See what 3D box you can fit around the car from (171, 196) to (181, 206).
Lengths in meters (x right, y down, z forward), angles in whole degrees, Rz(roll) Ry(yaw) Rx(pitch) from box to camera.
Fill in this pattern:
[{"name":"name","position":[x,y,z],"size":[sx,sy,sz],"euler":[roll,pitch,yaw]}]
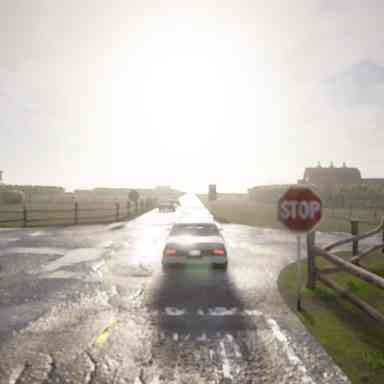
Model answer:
[{"name":"car","position":[-2.819,1.447,54.598],"size":[1.837,1.490,4.892],"euler":[0,0,0]}]

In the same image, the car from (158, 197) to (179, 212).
[{"name":"car","position":[-2.840,1.556,38.500],"size":[1.895,1.301,4.718],"euler":[0,0,0]}]

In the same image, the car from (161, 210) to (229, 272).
[{"name":"car","position":[0.079,1.533,10.659],"size":[2.033,1.411,5.357],"euler":[0,0,0]}]
